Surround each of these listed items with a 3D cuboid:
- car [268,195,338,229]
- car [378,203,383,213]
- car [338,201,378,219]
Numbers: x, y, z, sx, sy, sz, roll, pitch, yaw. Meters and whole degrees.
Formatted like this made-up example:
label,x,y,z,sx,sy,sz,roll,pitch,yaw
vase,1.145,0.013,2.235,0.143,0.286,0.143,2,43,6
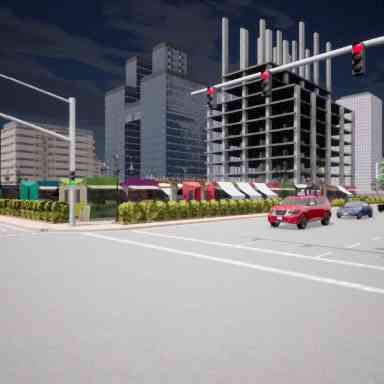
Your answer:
label,x,y,z,sx,sy,sz,roll,pitch,yaw
car,7.226,1.221,21.934,5.566,2.045,2.150,0,0,-45
car,21.986,1.601,36.557,4.718,1.301,1.895,0,0,-45
car,14.192,1.526,28.838,4.674,1.442,1.812,0,0,-45
